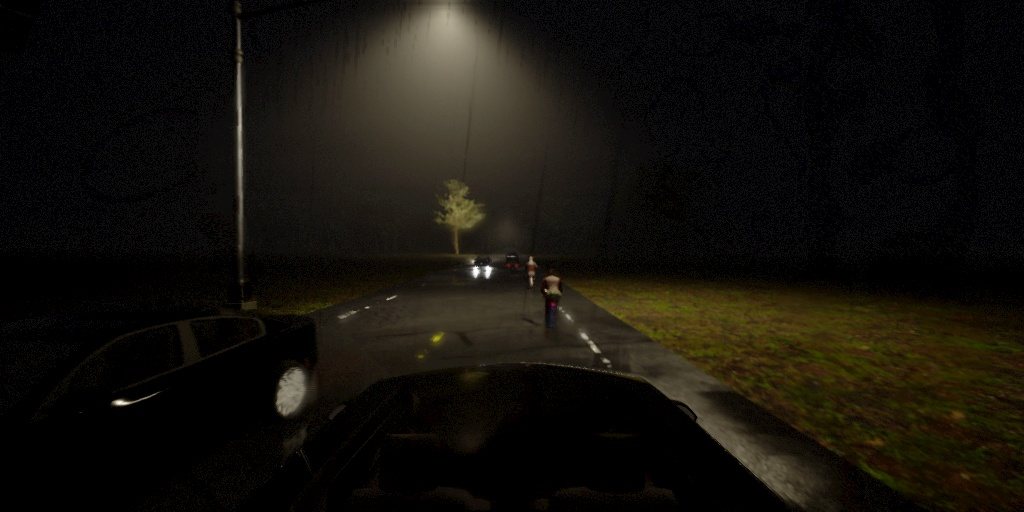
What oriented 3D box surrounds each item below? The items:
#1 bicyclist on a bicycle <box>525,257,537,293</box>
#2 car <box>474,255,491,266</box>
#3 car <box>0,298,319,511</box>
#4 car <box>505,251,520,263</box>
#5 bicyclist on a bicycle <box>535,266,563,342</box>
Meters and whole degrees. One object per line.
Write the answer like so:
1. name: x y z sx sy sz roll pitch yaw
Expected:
1. bicyclist on a bicycle: 0.950 0.907 17.927 0.659 1.776 1.843 0 1 0
2. car: -3.612 0.558 44.484 1.895 1.301 4.718 0 1 0
3. car: -3.600 1.219 2.901 1.882 1.535 5.008 0 0 0
4. car: 0.068 0.234 53.596 2.128 1.511 4.902 0 1 0
5. bicyclist on a bicycle: 0.956 1.140 8.556 0.582 1.620 1.656 0 0 0
